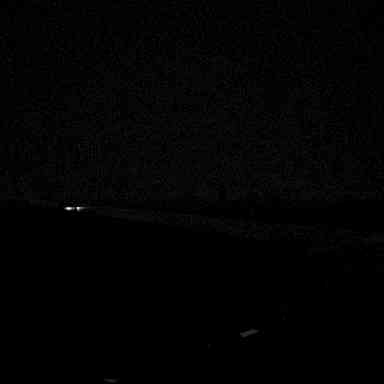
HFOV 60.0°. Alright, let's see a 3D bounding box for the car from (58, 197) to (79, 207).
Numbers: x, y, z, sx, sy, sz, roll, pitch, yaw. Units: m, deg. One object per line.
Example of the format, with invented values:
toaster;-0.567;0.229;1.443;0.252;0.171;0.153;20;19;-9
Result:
car;-18.650;1.517;50.051;2.033;1.411;5.357;-1;1;-35
